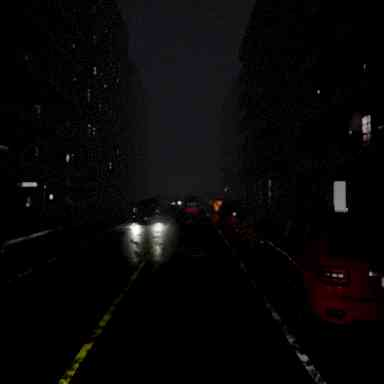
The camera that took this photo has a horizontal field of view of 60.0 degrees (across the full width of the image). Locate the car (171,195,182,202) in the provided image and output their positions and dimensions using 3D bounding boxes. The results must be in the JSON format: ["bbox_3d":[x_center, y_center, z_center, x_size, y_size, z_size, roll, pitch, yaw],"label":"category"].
[{"bbox_3d":[-3.038,1.204,66.099,1.994,1.385,4.181,0,0,0],"label":"car"}]

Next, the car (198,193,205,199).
[{"bbox_3d":[2.642,1.072,92.112,1.887,1.381,4.507,-1,0,0],"label":"car"}]

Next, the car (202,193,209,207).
[{"bbox_3d":[2.660,1.268,46.804,1.752,1.417,4.829,-1,0,0],"label":"car"}]

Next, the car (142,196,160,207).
[{"bbox_3d":[-5.719,1.310,46.635,1.947,1.339,4.313,-1,0,0],"label":"car"}]

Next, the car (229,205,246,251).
[{"bbox_3d":[2.674,1.452,12.697,1.752,1.417,4.829,-1,0,0],"label":"car"}]

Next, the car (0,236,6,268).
[{"bbox_3d":[-5.704,1.505,6.843,1.887,1.381,4.507,-1,0,0],"label":"car"}]

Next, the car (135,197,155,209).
[{"bbox_3d":[-5.716,1.339,40.951,1.947,1.339,4.313,-1,0,0],"label":"car"}]

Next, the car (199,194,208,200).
[{"bbox_3d":[2.647,1.130,80.742,2.008,1.369,4.403,-1,0,0],"label":"car"}]

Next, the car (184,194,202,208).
[{"bbox_3d":[-0.006,1.272,44.449,1.837,1.490,4.892,0,0,0],"label":"car"}]

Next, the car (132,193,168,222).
[{"bbox_3d":[-3.110,1.212,24.722,2.097,1.767,4.553,0,0,0],"label":"car"}]

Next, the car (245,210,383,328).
[{"bbox_3d":[2.673,1.275,6.841,2.192,1.841,5.009,-1,0,0],"label":"car"}]

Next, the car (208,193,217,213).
[{"bbox_3d":[3.099,1.163,33.932,2.097,1.767,4.553,0,0,0],"label":"car"}]

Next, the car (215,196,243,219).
[{"bbox_3d":[3.135,1.351,26.963,1.837,1.490,4.892,0,0,0],"label":"car"}]

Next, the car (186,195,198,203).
[{"bbox_3d":[-0.011,1.254,60.556,1.994,1.385,4.181,0,0,0],"label":"car"}]
